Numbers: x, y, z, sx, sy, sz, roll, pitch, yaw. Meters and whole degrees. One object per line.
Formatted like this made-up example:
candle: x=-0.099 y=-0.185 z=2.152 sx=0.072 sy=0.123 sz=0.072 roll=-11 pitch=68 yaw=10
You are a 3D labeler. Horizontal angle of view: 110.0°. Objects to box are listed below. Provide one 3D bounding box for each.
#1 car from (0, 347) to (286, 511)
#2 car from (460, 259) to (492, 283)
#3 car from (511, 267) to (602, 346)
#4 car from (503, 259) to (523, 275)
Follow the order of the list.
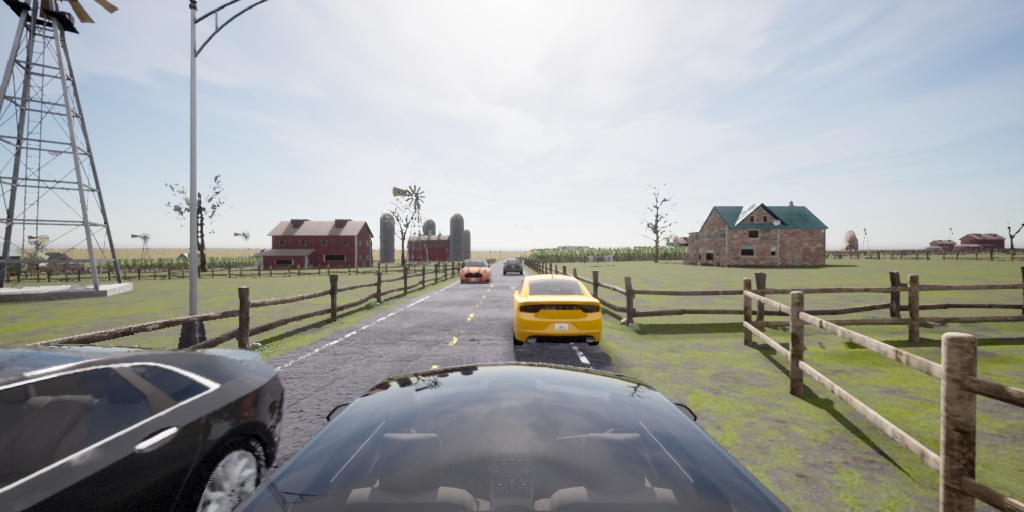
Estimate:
car: x=-2.851 y=1.255 z=1.090 sx=1.837 sy=1.490 sz=4.892 roll=0 pitch=0 yaw=0
car: x=-2.716 y=1.102 z=27.586 sx=2.097 sy=1.767 sz=4.553 roll=0 pitch=0 yaw=0
car: x=0.974 y=1.226 z=9.472 sx=1.882 sy=1.535 sz=5.008 roll=0 pitch=0 yaw=0
car: x=0.128 y=1.109 z=39.337 sx=2.097 sy=1.767 sz=4.553 roll=0 pitch=0 yaw=0
